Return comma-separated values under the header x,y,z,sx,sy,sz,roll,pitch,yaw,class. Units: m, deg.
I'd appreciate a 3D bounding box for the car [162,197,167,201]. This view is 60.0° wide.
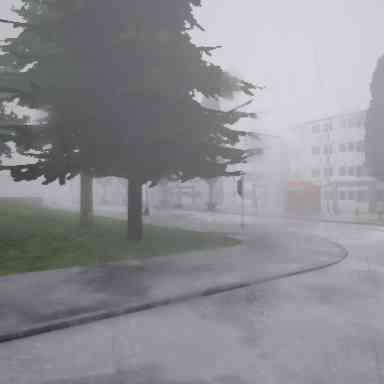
x,y,z,sx,sy,sz,roll,pitch,yaw,class
-5.050,1.648,83.242,4.974,1.542,2.038,0,0,-6,car
